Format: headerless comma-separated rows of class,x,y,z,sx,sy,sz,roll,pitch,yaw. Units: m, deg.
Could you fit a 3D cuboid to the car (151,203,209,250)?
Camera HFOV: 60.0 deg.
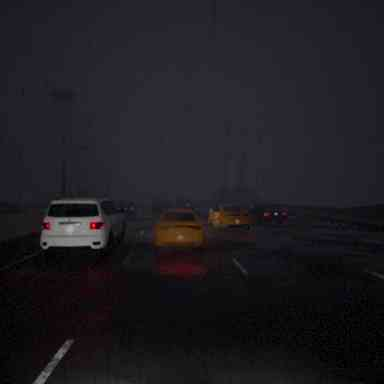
car,-0.610,1.473,14.379,1.882,1.535,5.008,0,0,-4

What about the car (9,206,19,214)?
car,-16.722,1.570,29.413,1.994,1.385,4.181,0,0,-9

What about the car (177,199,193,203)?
car,-0.932,1.534,40.204,2.033,1.411,5.357,0,0,-12

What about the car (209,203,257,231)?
car,2.240,1.468,20.804,1.882,1.535,5.008,0,0,-6

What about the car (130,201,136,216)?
car,-6.435,1.542,32.154,2.033,1.411,5.357,0,0,-10

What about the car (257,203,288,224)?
car,5.324,1.533,24.901,2.033,1.411,5.357,0,0,-8

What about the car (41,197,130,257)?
car,-3.981,1.221,13.041,2.150,2.045,5.566,0,0,-4

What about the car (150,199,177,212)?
car,-2.993,1.469,32.547,1.882,1.535,5.008,0,0,-10
